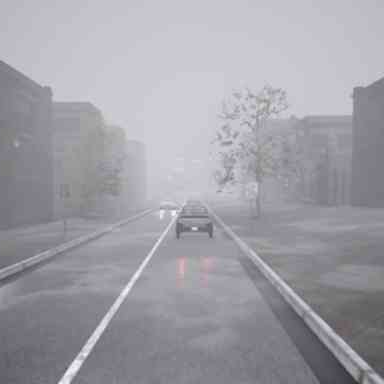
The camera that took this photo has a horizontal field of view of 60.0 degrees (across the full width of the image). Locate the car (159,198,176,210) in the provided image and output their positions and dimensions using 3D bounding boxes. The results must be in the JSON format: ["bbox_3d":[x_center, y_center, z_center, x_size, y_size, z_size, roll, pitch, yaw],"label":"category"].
[{"bbox_3d":[-3.017,1.521,42.214,1.812,1.442,4.674,0,0,0],"label":"car"}]

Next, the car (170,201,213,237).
[{"bbox_3d":[0.124,1.490,17.871,2.128,1.511,4.902,0,0,0],"label":"car"}]
